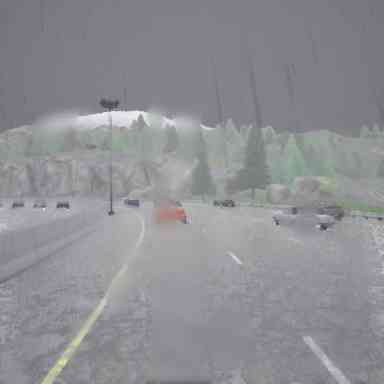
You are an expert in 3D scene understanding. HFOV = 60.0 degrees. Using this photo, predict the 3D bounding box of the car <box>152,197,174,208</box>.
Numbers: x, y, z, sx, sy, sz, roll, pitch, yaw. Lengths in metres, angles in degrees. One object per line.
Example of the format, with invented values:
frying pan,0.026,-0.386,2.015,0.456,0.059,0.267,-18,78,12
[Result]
car,-4.524,1.578,51.048,2.128,1.511,4.902,-1,0,-20

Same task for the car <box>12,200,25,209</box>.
car,-29.718,2.053,57.108,2.033,1.411,5.357,-1,0,-24

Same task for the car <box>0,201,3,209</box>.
car,-32.965,2.162,55.807,1.895,1.301,4.718,-1,0,-24

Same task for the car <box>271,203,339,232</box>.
car,6.307,1.503,19.631,1.895,1.301,4.718,-1,0,-7

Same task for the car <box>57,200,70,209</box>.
car,-19.528,1.932,50.642,1.895,1.301,4.718,-1,0,-20

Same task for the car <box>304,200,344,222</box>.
car,9.005,1.350,24.218,2.128,1.511,4.902,-1,0,-9

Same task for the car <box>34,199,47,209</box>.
car,-24.891,1.915,54.719,2.128,1.511,4.902,-1,0,-22

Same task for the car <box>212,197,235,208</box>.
car,4.316,1.446,46.179,1.837,1.490,4.892,0,0,-17

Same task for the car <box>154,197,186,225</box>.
car,-1.755,1.387,25.027,2.097,1.767,4.553,-1,0,-10

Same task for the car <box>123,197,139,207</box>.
car,-10.494,1.663,57.236,1.882,1.535,5.008,0,0,-23
